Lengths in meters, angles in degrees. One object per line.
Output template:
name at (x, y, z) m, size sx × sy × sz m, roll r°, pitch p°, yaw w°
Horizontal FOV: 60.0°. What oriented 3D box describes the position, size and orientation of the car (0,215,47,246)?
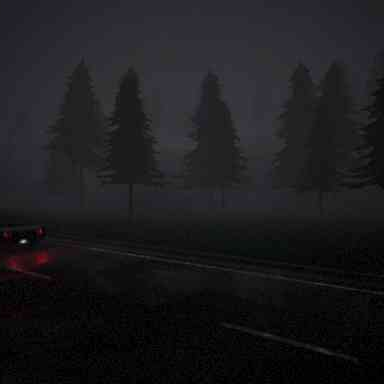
car at (-8.293, 1.614, 14.084) m, size 4.718 × 1.301 × 1.895 m, roll 0°, pitch 0°, yaw 36°
